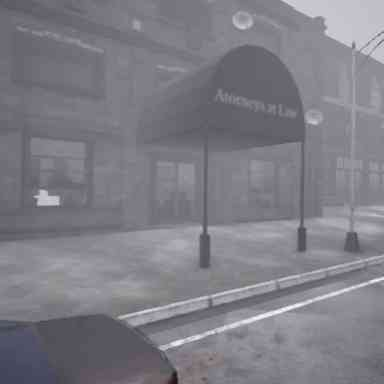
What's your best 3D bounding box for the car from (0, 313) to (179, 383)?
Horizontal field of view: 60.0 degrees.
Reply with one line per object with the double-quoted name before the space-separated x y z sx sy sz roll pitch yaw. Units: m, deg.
"car" -2.523 1.548 1.578 5.357 1.411 2.033 0 0 -35
